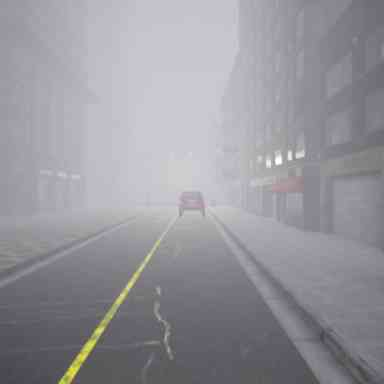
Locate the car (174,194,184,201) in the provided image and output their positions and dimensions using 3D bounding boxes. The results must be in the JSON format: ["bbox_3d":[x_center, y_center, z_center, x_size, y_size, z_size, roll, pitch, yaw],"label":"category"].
[{"bbox_3d":[-2.971,1.252,77.623,2.097,1.767,4.553,0,0,0],"label":"car"}]

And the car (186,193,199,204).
[{"bbox_3d":[0.022,1.076,56.782,2.097,1.767,4.553,0,0,0],"label":"car"}]

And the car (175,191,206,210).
[{"bbox_3d":[0.011,0.884,27.782,2.150,2.045,5.566,0,0,0],"label":"car"}]
